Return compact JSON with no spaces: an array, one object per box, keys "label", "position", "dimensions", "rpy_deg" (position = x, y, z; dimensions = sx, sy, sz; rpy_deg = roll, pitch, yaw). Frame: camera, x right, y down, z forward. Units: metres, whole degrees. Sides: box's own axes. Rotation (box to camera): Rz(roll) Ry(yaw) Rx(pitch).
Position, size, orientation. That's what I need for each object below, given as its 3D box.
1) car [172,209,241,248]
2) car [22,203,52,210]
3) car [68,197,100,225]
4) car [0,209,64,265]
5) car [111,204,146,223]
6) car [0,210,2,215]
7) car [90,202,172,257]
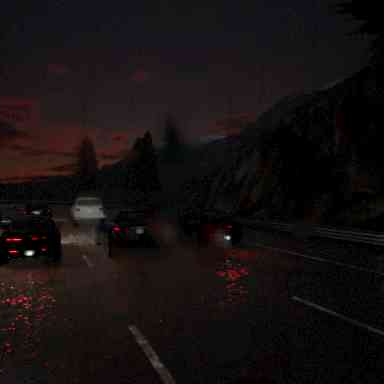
[{"label":"car","position":[0.426,1.559,15.326],"dimensions":[1.837,1.490,4.892],"rpy_deg":[-1,0,-24]},{"label":"car","position":[-12.127,1.619,26.010],"dimensions":[2.097,1.767,4.553],"rpy_deg":[-1,0,-25]},{"label":"car","position":[-8.527,1.444,26.551],"dimensions":[2.150,2.045,5.566],"rpy_deg":[-1,0,-25]},{"label":"car","position":[-5.964,1.635,12.467],"dimensions":[1.837,1.490,4.892],"rpy_deg":[-1,0,-24]},{"label":"car","position":[-5.522,1.788,28.400],"dimensions":[1.895,1.301,4.718],"rpy_deg":[-1,0,-25]},{"label":"car","position":[-15.637,1.838,25.283],"dimensions":[1.812,1.442,4.674],"rpy_deg":[-1,0,-25]},{"label":"car","position":[-2.724,1.441,13.787],"dimensions":[2.097,1.767,4.553],"rpy_deg":[-1,0,-24]}]
